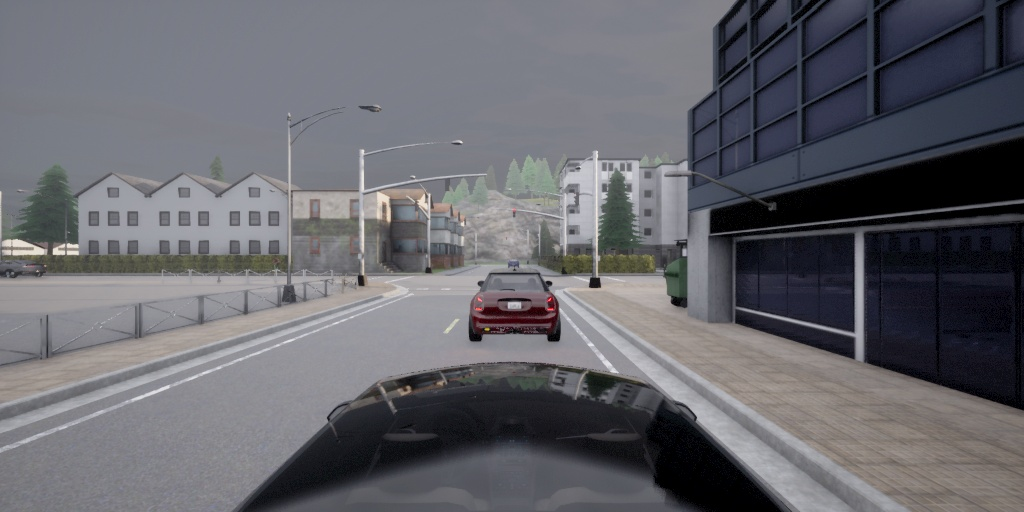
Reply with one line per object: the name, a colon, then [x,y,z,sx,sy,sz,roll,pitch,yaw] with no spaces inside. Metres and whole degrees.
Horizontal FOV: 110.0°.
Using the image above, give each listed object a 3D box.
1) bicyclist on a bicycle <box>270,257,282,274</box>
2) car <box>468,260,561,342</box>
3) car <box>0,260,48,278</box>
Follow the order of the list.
bicyclist on a bicycle: [-22.227,0.874,33.802,0.582,1.620,1.656,0,0,0]
car: [0.081,1.102,9.970,2.097,1.767,4.553,0,0,1]
car: [-42.115,1.065,30.041,4.902,1.511,2.128,0,0,0]
